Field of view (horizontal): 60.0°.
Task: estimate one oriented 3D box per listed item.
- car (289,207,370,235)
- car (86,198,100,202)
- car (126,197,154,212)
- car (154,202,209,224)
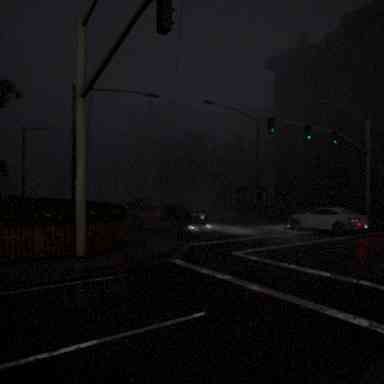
[{"bbox_3d":[7.974,1.608,19.659,1.812,1.442,4.674,0,0,-35],"label":"car"},{"bbox_3d":[-13.318,1.592,44.106,1.812,1.442,4.674,0,0,-34],"label":"car"},{"bbox_3d":[-6.277,1.434,40.193,2.097,1.767,4.553,0,0,-35],"label":"car"},{"bbox_3d":[-0.647,1.556,25.768,2.128,1.511,4.902,0,0,-35],"label":"car"}]
